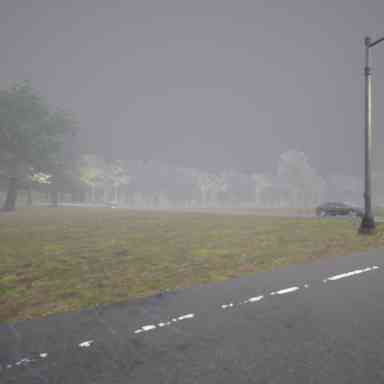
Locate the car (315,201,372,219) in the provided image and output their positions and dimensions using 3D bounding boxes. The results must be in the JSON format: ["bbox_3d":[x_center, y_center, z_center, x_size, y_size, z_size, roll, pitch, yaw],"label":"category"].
[{"bbox_3d":[13.346,1.577,29.565,1.837,1.490,4.892,3,-3,-36],"label":"car"}]

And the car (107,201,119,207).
[{"bbox_3d":[-18.101,2.724,76.018,1.812,1.442,4.674,2,-2,-28],"label":"car"}]
